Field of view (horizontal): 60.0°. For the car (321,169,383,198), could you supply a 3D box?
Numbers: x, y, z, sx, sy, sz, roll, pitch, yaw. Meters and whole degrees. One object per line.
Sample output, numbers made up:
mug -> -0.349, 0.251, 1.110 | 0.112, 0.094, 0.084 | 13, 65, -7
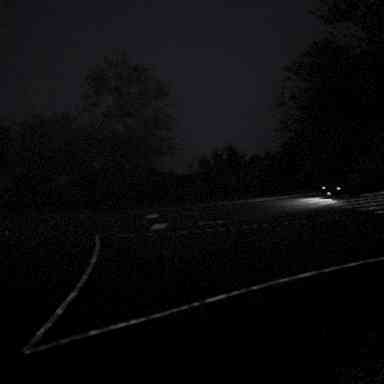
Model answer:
car -> 10.302, -0.575, 19.268 | 5.357, 1.411, 2.033 | -6, 4, -11
